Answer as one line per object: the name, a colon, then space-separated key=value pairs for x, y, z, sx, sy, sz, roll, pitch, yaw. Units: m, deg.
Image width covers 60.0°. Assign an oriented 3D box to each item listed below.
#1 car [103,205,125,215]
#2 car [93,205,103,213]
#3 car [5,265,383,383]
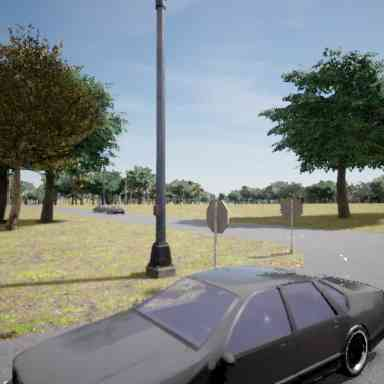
car: x=-12.790 y=3.009 z=55.477 sx=1.994 sy=1.385 sz=4.181 roll=2 pitch=-2 yaw=-33
car: x=-16.642 y=3.105 z=61.223 sx=2.033 sy=1.411 sz=5.357 roll=2 pitch=-2 yaw=-34
car: x=0.613 y=1.786 z=4.407 sx=5.357 sy=1.411 sz=2.033 roll=1 pitch=-1 yaw=-36
